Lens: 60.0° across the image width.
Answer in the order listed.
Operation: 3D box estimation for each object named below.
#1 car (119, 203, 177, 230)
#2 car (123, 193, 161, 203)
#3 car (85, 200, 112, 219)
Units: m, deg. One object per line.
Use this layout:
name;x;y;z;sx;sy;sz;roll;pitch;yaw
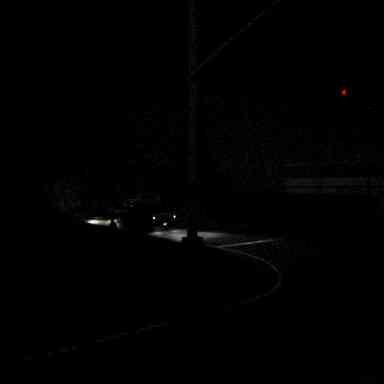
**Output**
car;-2.915;1.601;21.628;1.895;1.301;4.718;0;0;-37
car;-6.494;1.211;43.322;2.150;2.045;5.566;0;1;40
car;-8.386;1.478;29.874;1.882;1.535;5.008;0;0;-26
